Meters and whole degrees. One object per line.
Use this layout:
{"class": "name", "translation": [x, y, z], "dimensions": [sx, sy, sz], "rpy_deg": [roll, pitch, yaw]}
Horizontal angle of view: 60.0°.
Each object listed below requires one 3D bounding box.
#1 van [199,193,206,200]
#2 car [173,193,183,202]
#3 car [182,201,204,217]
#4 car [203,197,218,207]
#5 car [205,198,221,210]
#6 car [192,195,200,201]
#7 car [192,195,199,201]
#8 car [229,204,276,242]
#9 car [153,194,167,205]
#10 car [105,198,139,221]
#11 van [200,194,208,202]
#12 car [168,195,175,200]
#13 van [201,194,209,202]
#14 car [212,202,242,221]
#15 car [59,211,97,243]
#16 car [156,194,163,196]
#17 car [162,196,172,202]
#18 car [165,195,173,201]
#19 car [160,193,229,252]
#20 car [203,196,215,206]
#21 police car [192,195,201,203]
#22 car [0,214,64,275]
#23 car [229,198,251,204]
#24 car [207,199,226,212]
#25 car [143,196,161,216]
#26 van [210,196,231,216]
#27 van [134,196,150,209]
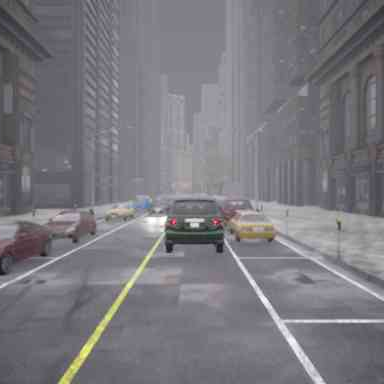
{"class": "van", "translation": [2.745, 1.302, 88.991], "dimensions": [1.690, 1.788, 3.998], "rpy_deg": [0, 0, 0]}
{"class": "car", "translation": [-3.014, 1.184, 72.965], "dimensions": [2.150, 2.045, 5.566], "rpy_deg": [0, 0, 0]}
{"class": "car", "translation": [0.092, 1.577, 31.852], "dimensions": [1.895, 1.301, 4.718], "rpy_deg": [0, 0, 0]}
{"class": "car", "translation": [2.754, 1.516, 49.657], "dimensions": [2.008, 1.369, 4.403], "rpy_deg": [0, 0, 0]}
{"class": "car", "translation": [2.755, 1.513, 44.044], "dimensions": [1.887, 1.381, 4.507], "rpy_deg": [0, 0, 0]}
{"class": "car", "translation": [0.885, 1.465, 80.572], "dimensions": [1.837, 1.490, 4.892], "rpy_deg": [0, 0, 0]}
{"class": "car", "translation": [0.884, 1.487, 86.571], "dimensions": [1.812, 1.442, 4.674], "rpy_deg": [0, 0, 0]}
{"class": "car", "translation": [2.760, 1.511, 16.122], "dimensions": [1.752, 1.417, 4.829], "rpy_deg": [0, 0, 0]}
{"class": "car", "translation": [-5.774, 1.277, 60.887], "dimensions": [2.192, 1.841, 5.009], "rpy_deg": [0, 0, 0]}
{"class": "car", "translation": [-5.767, 1.505, 27.005], "dimensions": [1.752, 1.417, 4.829], "rpy_deg": [0, 0, 0]}
{"class": "van", "translation": [2.747, 1.301, 77.755], "dimensions": [1.690, 1.788, 3.998], "rpy_deg": [0, 0, 0]}
{"class": "car", "translation": [-5.781, 1.528, 94.601], "dimensions": [1.947, 1.339, 4.313], "rpy_deg": [0, 0, 0]}
{"class": "van", "translation": [2.749, 1.301, 72.136], "dimensions": [1.690, 1.788, 3.998], "rpy_deg": [0, 0, 0]}
{"class": "car", "translation": [2.758, 1.530, 27.189], "dimensions": [2.008, 1.369, 4.403], "rpy_deg": [0, 0, 0]}
{"class": "car", "translation": [-5.765, 1.568, 15.937], "dimensions": [1.802, 1.307, 4.206], "rpy_deg": [0, 0, 0]}
{"class": "car", "translation": [-5.773, 1.515, 55.269], "dimensions": [2.008, 1.369, 4.403], "rpy_deg": [0, 0, 0]}
{"class": "car", "translation": [-5.777, 1.526, 77.744], "dimensions": [1.947, 1.339, 4.313], "rpy_deg": [0, 0, 0]}
{"class": "car", "translation": [-5.779, 1.486, 83.193], "dimensions": [1.752, 1.417, 4.829], "rpy_deg": [0, 0, 0]}
{"class": "car", "translation": [0.093, 1.208, 13.885], "dimensions": [2.150, 2.045, 5.566], "rpy_deg": [0, 0, 0]}
{"class": "car", "translation": [2.752, 1.489, 55.451], "dimensions": [1.752, 1.417, 4.829], "rpy_deg": [0, 0, 0]}
{"class": "police car", "translation": [0.887, 1.385, 70.682], "dimensions": [1.930, 1.638, 5.238], "rpy_deg": [0, 0, 0]}
{"class": "car", "translation": [-5.763, 1.572, 10.319], "dimensions": [1.802, 1.307, 4.206], "rpy_deg": [0, 0, 0]}
{"class": "car", "translation": [2.759, 1.298, 21.570], "dimensions": [2.192, 1.841, 5.009], "rpy_deg": [0, 0, 0]}
{"class": "car", "translation": [2.756, 1.517, 38.426], "dimensions": [1.887, 1.381, 4.507], "rpy_deg": [0, 0, 0]}
{"class": "car", "translation": [-3.102, 1.468, 32.274], "dimensions": [2.128, 1.511, 4.902], "rpy_deg": [0, 0, 0]}
{"class": "van", "translation": [2.757, 1.316, 32.807], "dimensions": [1.690, 1.788, 3.998], "rpy_deg": [0, 0, 0]}
{"class": "van", "translation": [-5.769, 1.313, 38.413], "dimensions": [1.690, 1.788, 3.998], "rpy_deg": [0, 0, 0]}
